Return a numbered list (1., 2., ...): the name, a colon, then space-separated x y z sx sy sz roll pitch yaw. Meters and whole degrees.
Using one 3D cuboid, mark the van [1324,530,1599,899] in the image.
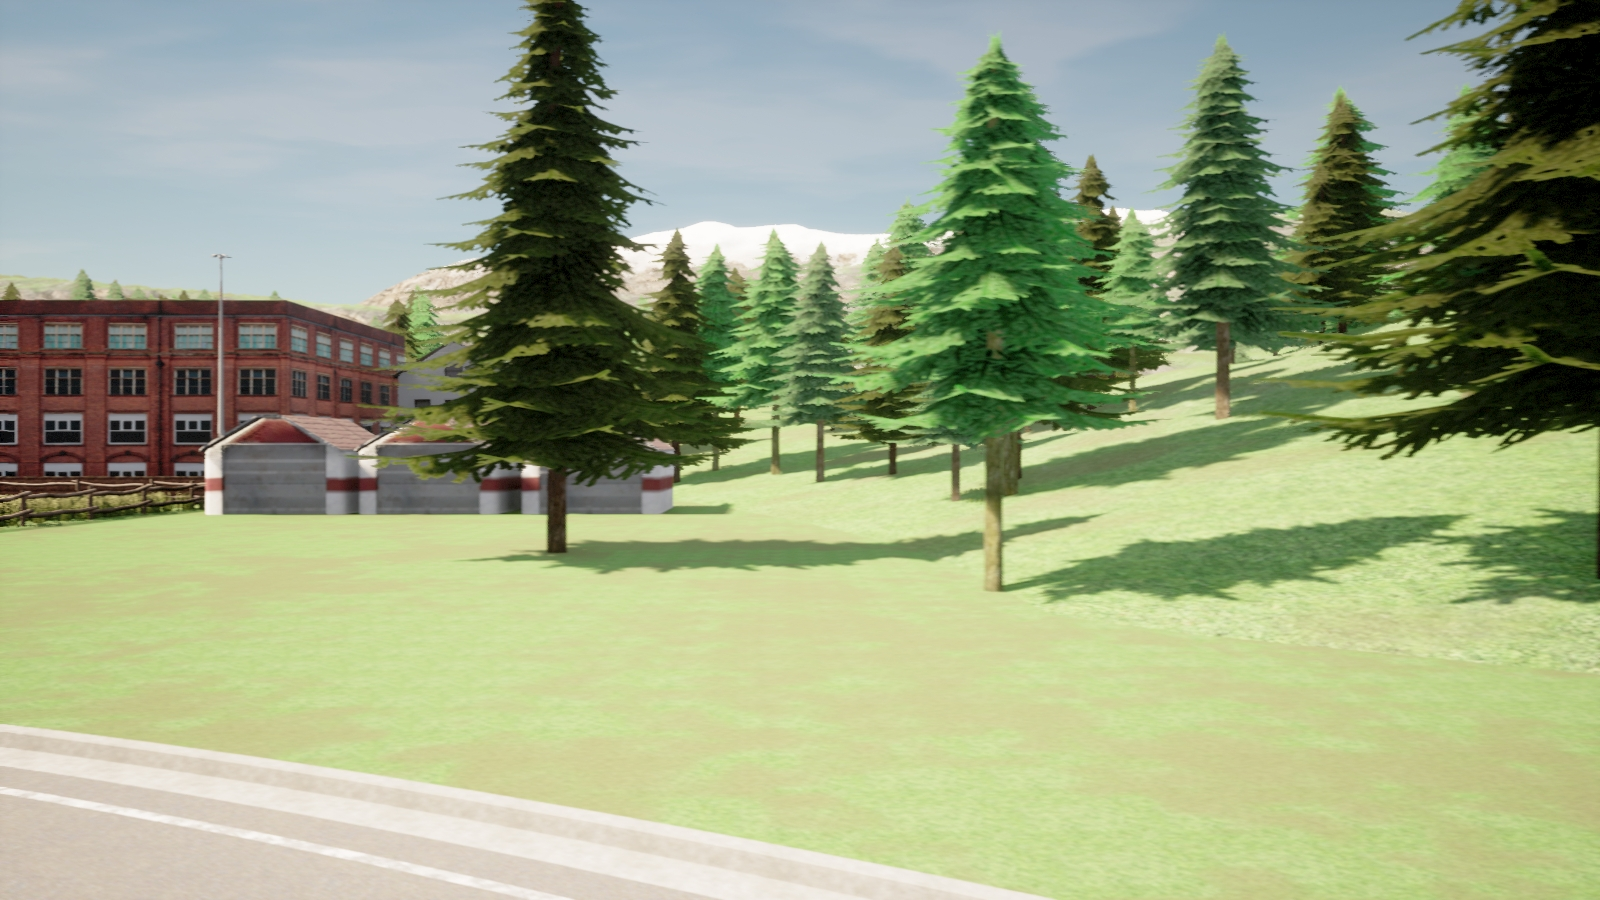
1. van: 4.010 1.533 1.326 5.915 2.561 1.988 0 -1 36
